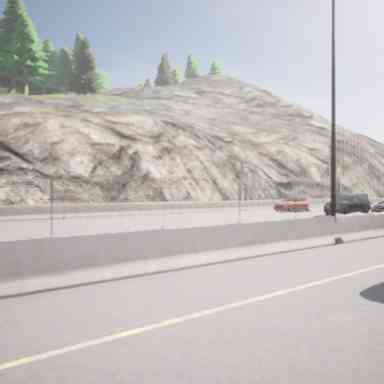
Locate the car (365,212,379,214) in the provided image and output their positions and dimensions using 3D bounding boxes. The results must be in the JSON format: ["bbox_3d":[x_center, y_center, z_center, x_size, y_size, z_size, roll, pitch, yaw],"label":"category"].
[{"bbox_3d":[17.906,1.363,29.654,4.553,1.767,2.097,0,0,-35],"label":"car"}]

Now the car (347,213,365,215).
[{"bbox_3d":[14.955,1.229,31.852,5.566,2.045,2.150,0,0,-35],"label":"car"}]
